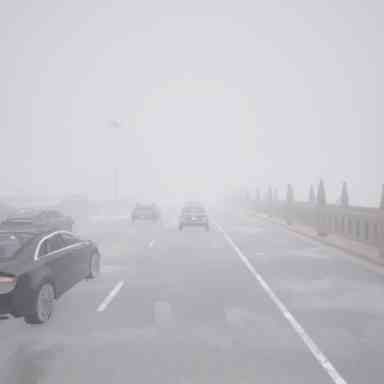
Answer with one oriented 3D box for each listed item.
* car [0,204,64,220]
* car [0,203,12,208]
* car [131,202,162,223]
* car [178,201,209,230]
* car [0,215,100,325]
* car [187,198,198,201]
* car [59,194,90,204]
[{"bbox_3d":[-6.897,1.506,15.293,1.837,1.490,4.892,0,0,0],"label":"car"},{"bbox_3d":[-17.560,1.549,28.599,2.033,1.411,5.357,0,0,0],"label":"car"},{"bbox_3d":[-3.395,1.493,25.223,2.128,1.511,4.902,0,0,0],"label":"car"},{"bbox_3d":[0.104,1.548,21.134,2.033,1.411,5.357,0,0,0],"label":"car"},{"bbox_3d":[-3.398,1.492,7.076,2.128,1.511,4.902,0,0,0],"label":"car"},{"bbox_3d":[0.108,1.527,42.479,1.812,1.442,4.674,0,0,0],"label":"car"},{"bbox_3d":[-14.038,1.225,40.020,2.150,2.045,5.566,0,0,1],"label":"car"}]
